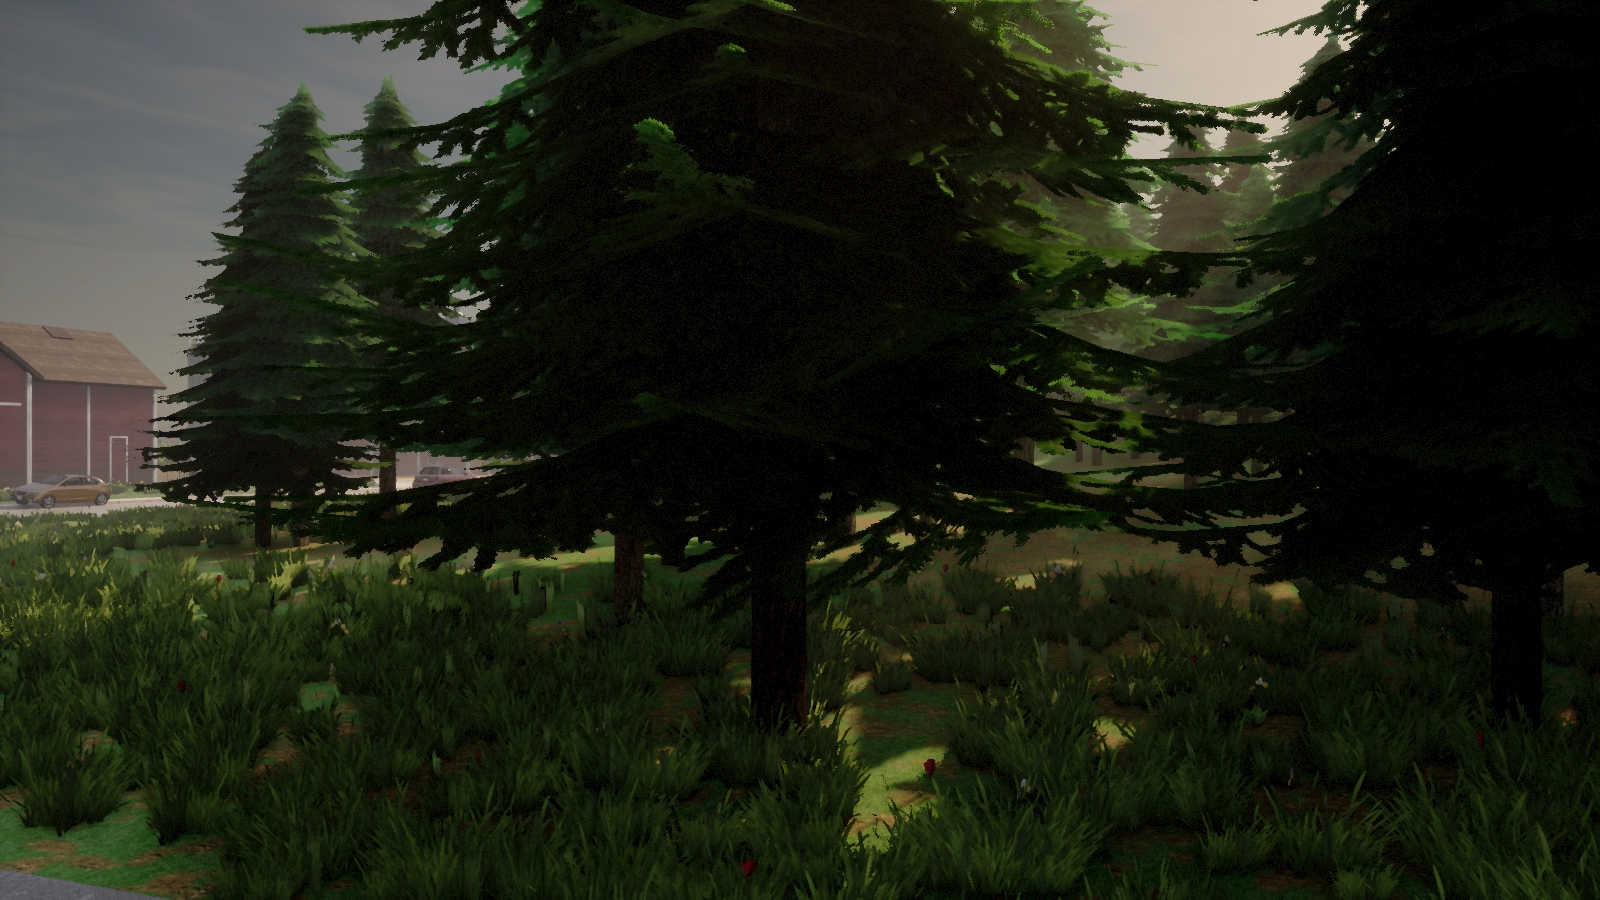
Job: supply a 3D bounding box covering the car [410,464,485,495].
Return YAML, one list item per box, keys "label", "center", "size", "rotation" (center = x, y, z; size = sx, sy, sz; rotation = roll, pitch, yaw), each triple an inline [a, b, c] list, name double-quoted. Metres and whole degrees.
- label: "car"
  center: [-21.584, 1.766, 70.196]
  size: [2.097, 1.767, 4.553]
  rotation: [0, 0, 20]
